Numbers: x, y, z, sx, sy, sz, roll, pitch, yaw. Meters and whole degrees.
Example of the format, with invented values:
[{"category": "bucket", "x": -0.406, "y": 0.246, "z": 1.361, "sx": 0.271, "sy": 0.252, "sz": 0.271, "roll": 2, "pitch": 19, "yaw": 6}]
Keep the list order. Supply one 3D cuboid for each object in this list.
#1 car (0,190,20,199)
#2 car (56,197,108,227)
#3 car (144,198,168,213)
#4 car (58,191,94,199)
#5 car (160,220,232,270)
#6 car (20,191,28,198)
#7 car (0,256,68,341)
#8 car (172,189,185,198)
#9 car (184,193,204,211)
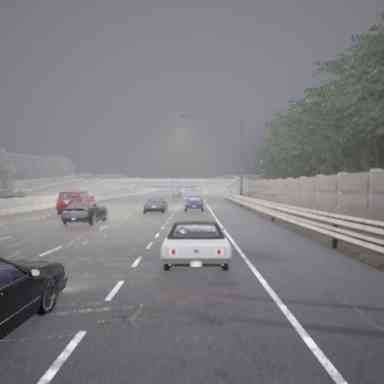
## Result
[{"category": "car", "x": -20.955, "y": 0.810, "z": 35.069, "sx": 2.150, "sy": 2.045, "sz": 5.566, "roll": 0, "pitch": 1, "yaw": 1}, {"category": "car", "x": -6.844, "y": 1.323, "z": 21.648, "sx": 2.128, "sy": 1.511, "sz": 4.902, "roll": 0, "pitch": 1, "yaw": 0}, {"category": "car", "x": -3.389, "y": 1.219, "z": 31.591, "sx": 1.994, "sy": 1.385, "sz": 4.181, "roll": 0, "pitch": 1, "yaw": 0}, {"category": "car", "x": -10.309, "y": 0.906, "z": 29.999, "sx": 2.150, "sy": 2.045, "sz": 5.566, "roll": 0, "pitch": 1, "yaw": 0}, {"category": "car", "x": 0.116, "y": 1.557, "z": 10.807, "sx": 1.895, "sy": 1.301, "sz": 4.718, "roll": 0, "pitch": 0, "yaw": 0}, {"category": "car", "x": -27.710, "y": 0.616, "z": 52.097, "sx": 2.097, "sy": 1.767, "sz": 4.553, "roll": 0, "pitch": 1, "yaw": 1}, {"category": "car", "x": -3.497, "y": 1.540, "z": 4.438, "sx": 2.033, "sy": 1.411, "sz": 5.357, "roll": 0, "pitch": 0, "yaw": 0}, {"category": "car", "x": -3.027, "y": 0.441, "z": 68.635, "sx": 2.128, "sy": 1.511, "sz": 4.902, "roll": 0, "pitch": 1, "yaw": 1}, {"category": "car", "x": 0.231, "y": 1.132, "z": 34.107, "sx": 1.812, "sy": 1.442, "sz": 4.674, "roll": 0, "pitch": 1, "yaw": 0}]
